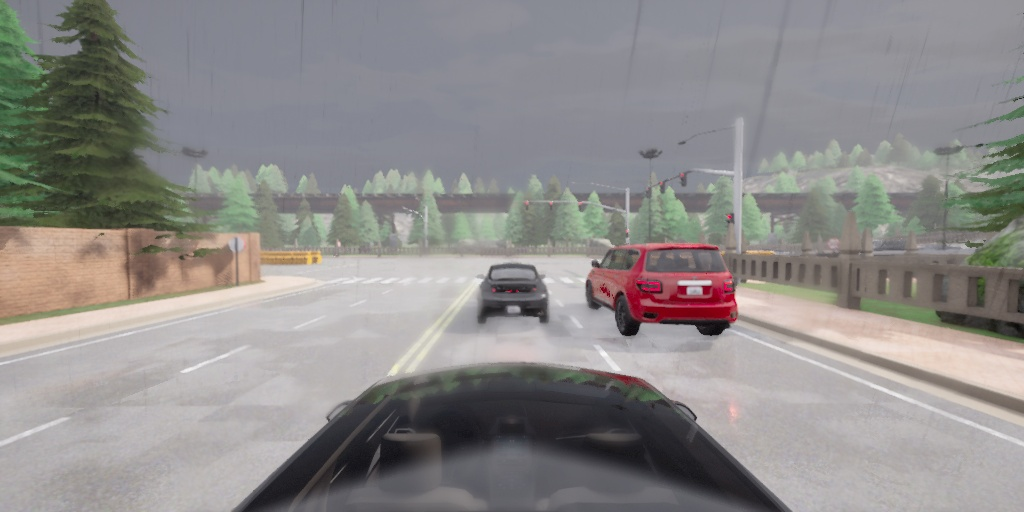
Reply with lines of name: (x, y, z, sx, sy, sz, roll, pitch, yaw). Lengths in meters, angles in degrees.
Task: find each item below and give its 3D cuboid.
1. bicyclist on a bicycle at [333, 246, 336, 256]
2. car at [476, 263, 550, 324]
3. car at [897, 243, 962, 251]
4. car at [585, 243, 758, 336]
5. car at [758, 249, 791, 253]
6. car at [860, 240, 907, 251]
bicyclist on a bicycle: (-27.549, -0.743, 55.999, 0.582, 1.620, 1.656, 0, 2, 0)
car: (-0.005, 0.952, 10.649, 1.837, 1.490, 4.892, 0, 1, -1)
car: (48.760, -0.608, 41.570, 5.357, 1.411, 2.033, -4, 2, 0)
car: (3.494, 0.700, 9.549, 2.150, 2.045, 5.566, 0, 1, 0)
car: (29.534, -0.119, 41.476, 4.902, 1.511, 2.128, 0, 2, 0)
car: (46.526, -0.915, 45.048, 5.566, 2.045, 2.150, -4, 2, 0)
